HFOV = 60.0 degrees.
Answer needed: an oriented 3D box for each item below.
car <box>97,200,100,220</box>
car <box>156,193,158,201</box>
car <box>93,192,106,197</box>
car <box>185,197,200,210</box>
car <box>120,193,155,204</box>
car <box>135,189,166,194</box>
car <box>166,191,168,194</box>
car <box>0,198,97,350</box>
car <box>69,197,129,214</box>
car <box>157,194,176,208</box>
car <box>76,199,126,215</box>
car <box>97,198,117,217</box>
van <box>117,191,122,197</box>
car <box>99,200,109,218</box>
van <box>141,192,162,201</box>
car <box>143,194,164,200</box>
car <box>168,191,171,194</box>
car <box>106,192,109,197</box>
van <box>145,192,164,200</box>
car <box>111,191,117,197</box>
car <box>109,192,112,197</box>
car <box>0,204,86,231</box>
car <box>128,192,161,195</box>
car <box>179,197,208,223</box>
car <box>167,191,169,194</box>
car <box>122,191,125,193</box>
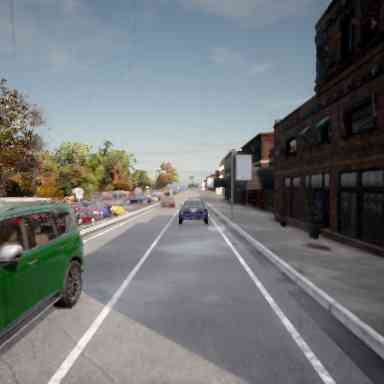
[{"bbox_3d":[-9.298,1.541,23.298,4.792,1.488,2.163,0,0,0],"label":"car"},{"bbox_3d":[-9.363,1.323,63.276,4.674,1.452,2.002,0,0,0],"label":"car"},{"bbox_3d":[-21.892,1.262,71.791,4.892,1.521,2.231,0,0,0],"label":"car"},{"bbox_3d":[0.104,1.457,43.018,1.837,1.490,4.892,0,0,0],"label":"car"},{"bbox_3d":[-9.425,1.327,57.624,4.792,1.488,2.163,0,0,0],"label":"car"},{"bbox_3d":[-9.262,1.004,74.578,5.566,2.045,2.435,0,0,0],"label":"car"},{"bbox_3d":[-9.222,1.239,85.895,4.674,1.452,2.002,0,1,0],"label":"car"},{"bbox_3d":[-3.349,1.220,4.950,2.150,2.045,5.566,0,0,0],"label":"car"},{"bbox_3d":[-9.112,1.504,31.647,5.366,1.575,1.946,0,0,0],"label":"car"},{"bbox_3d":[-3.330,1.422,46.920,1.882,1.535,5.008,0,0,0],"label":"car"},{"bbox_3d":[-9.304,1.546,34.289,4.674,1.452,2.002,-1,0,1],"label":"car"},{"bbox_3d":[-9.337,1.538,28.865,4.792,1.488,2.163,0,0,0],"label":"car"},{"bbox_3d":[-21.655,0.922,88.746,4.442,1.987,1.878,0,1,0],"label":"van"},{"bbox_3d":[-9.320,1.550,26.081,4.674,1.452,2.002,0,0,0],"label":"car"},{"bbox_3d":[-9.389,1.023,77.405,4.442,1.987,1.878,0,0,0],"label":"van"},{"bbox_3d":[-9.257,1.282,80.230,4.674,1.452,2.002,0,0,0],"label":"car"},{"bbox_3d":[-9.178,1.091,91.553,5.008,1.535,2.097,0,1,0],"label":"car"},{"bbox_3d":[-21.838,1.284,74.489,4.792,1.488,2.163,0,0,0],"label":"car"},{"bbox_3d":[-9.354,1.005,82.935,4.442,1.987,1.878,0,0,0],"label":"van"},{"bbox_3d":[-21.803,0.989,80.136,5.566,2.045,2.435,0,0,0],"label":"car"},{"bbox_3d":[-21.820,1.277,77.313,4.792,1.488,2.163,0,0,0],"label":"car"},{"bbox_3d":[-9.331,1.514,20.515,4.892,1.521,2.231,0,0,0],"label":"car"},{"bbox_3d":[-9.528,1.273,66.103,5.366,1.575,1.946,0,0,0],"label":"car"},{"bbox_3d":[0.102,1.331,25.145,2.097,1.767,4.553,0,0,0],"label":"car"},{"bbox_3d":[-9.199,1.187,88.729,4.674,1.452,2.002,0,1,0],"label":"car"},{"bbox_3d":[-21.787,1.120,91.578,4.792,1.488,2.163,0,1,0],"label":"car"}]
